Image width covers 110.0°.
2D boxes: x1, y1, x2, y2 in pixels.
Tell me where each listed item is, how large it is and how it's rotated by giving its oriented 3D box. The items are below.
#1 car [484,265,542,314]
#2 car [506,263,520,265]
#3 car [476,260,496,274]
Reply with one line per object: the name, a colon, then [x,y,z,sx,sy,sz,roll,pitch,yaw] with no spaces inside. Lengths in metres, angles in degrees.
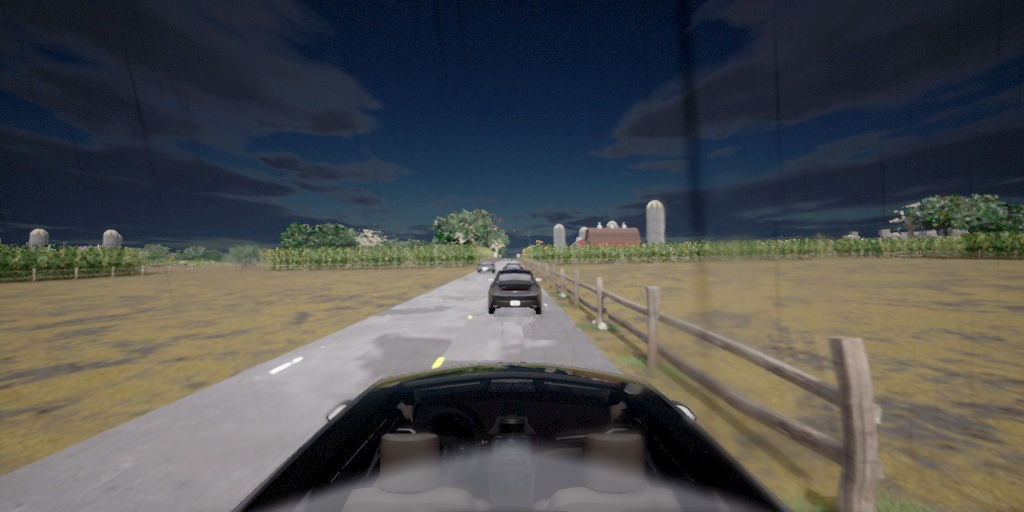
car: [0.103,1.256,13.876,1.837,1.490,4.892,0,0,0]
car: [0.111,1.301,30.170,1.994,1.385,4.181,0,0,0]
car: [-2.825,1.210,40.036,2.128,1.511,4.902,0,0,0]
